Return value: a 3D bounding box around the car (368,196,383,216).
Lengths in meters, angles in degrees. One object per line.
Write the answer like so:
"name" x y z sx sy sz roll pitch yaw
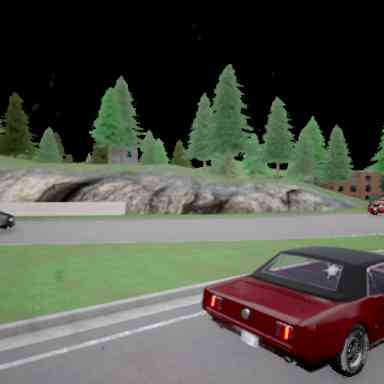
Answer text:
"car" 18.924 1.161 30.760 5.566 2.045 2.150 0 0 -23

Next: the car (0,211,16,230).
"car" -12.527 1.586 19.176 4.181 1.385 1.994 0 0 -7

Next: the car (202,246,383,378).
"car" 2.564 1.593 5.519 4.718 1.301 1.895 0 0 -35
